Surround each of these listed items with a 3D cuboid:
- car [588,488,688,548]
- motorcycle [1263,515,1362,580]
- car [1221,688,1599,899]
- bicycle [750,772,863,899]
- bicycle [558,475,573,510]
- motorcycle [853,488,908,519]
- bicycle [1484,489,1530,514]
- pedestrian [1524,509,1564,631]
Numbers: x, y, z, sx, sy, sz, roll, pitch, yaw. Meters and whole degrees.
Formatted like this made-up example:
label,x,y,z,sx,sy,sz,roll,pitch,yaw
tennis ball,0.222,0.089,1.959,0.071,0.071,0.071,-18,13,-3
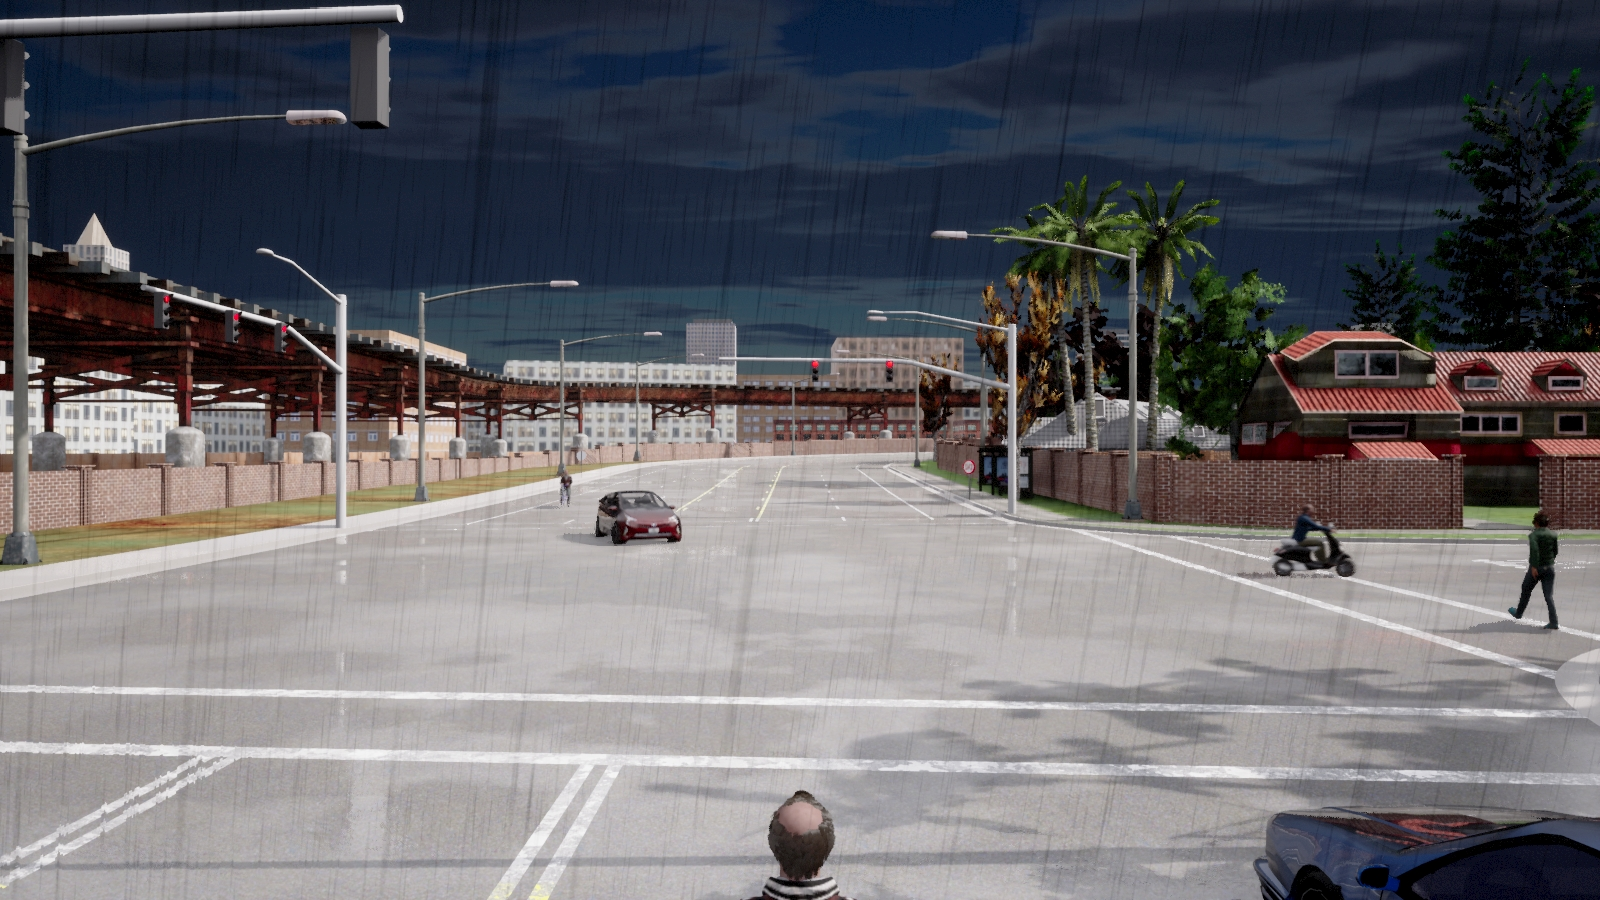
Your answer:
label,x,y,z,sx,sy,sz,roll,pitch,yaw
car,-5.041,2.014,34.991,2.007,1.525,4.514,0,0,-22
motorcycle,11.195,2.127,24.999,1.805,1.341,0.856,0,-1,5
car,3.467,2.106,4.038,2.033,1.411,5.357,0,0,1
bicycle,0.019,2.048,3.681,0.329,1.496,1.835,0,0,0
bicycle,-10.524,1.912,51.307,0.329,1.496,1.835,0,0,0
motorcycle,3.336,2.205,47.157,2.209,1.251,0.867,0,0,6
bicycle,31.185,2.256,50.431,1.487,1.080,0.859,0,0,-1
pedestrian,11.535,1.848,17.730,0.375,1.860,0.375,0,0,-1
